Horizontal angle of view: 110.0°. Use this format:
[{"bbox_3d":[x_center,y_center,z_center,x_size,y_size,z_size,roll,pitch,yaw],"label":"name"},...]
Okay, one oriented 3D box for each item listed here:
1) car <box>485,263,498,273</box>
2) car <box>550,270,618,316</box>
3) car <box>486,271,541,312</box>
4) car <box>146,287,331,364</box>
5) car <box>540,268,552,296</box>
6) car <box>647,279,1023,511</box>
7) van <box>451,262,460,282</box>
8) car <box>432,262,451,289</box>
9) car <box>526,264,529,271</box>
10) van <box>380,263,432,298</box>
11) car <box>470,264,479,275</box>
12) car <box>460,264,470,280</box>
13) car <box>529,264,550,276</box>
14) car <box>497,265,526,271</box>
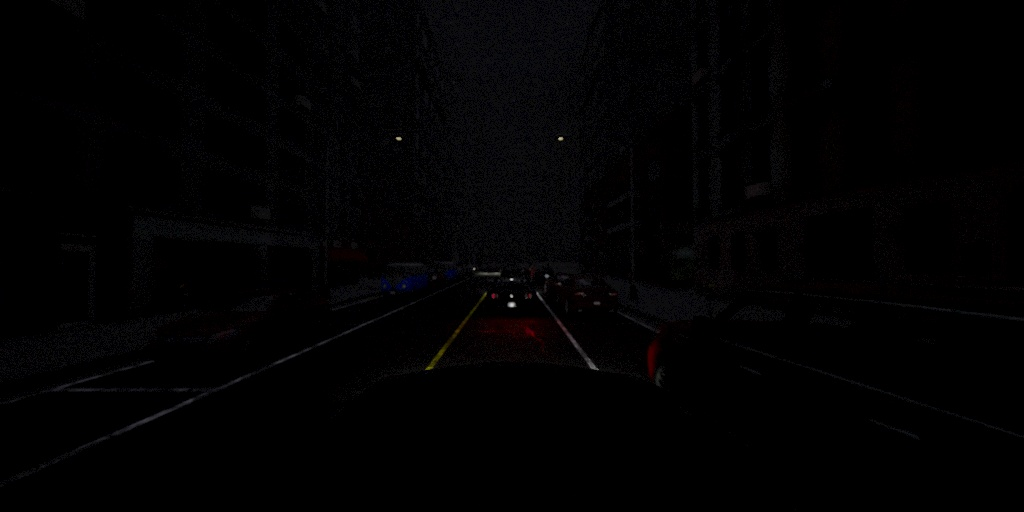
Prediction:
[{"bbox_3d":[-3.080,1.769,55.324,1.882,1.535,5.008,0,-1,0],"label":"car"},{"bbox_3d":[2.750,1.422,13.864,1.888,1.381,4.507,0,0,0],"label":"car"},{"bbox_3d":[-0.002,1.491,15.116,1.895,1.301,4.718,0,-1,0],"label":"car"},{"bbox_3d":[-5.770,1.400,8.246,1.802,1.307,4.207,0,0,0],"label":"car"},{"bbox_3d":[2.744,1.517,19.473,1.802,1.307,4.207,0,0,0],"label":"car"},{"bbox_3d":[2.762,1.075,2.646,2.192,1.841,5.009,0,0,0],"label":"car"},{"bbox_3d":[-5.793,1.389,30.684,1.690,1.789,3.998,0,0,0],"label":"van"},{"bbox_3d":[-5.787,1.432,25.075,1.967,1.591,4.097,0,0,0],"label":"car"},{"bbox_3d":[2.727,1.649,36.301,1.888,1.381,4.507,0,0,0],"label":"car"},{"bbox_3d":[-5.781,1.275,19.466,1.690,1.789,3.998,0,0,0],"label":"van"},{"bbox_3d":[-5.810,1.765,47.511,2.007,1.370,4.403,0,0,0],"label":"car"},{"bbox_3d":[-5.799,1.654,36.293,2.007,1.370,4.403,0,0,0],"label":"car"},{"bbox_3d":[2.733,1.614,30.691,1.948,1.339,4.313,0,0,0],"label":"car"},{"bbox_3d":[-0.014,1.552,30.356,1.837,1.490,4.892,0,0,0],"label":"car"}]
